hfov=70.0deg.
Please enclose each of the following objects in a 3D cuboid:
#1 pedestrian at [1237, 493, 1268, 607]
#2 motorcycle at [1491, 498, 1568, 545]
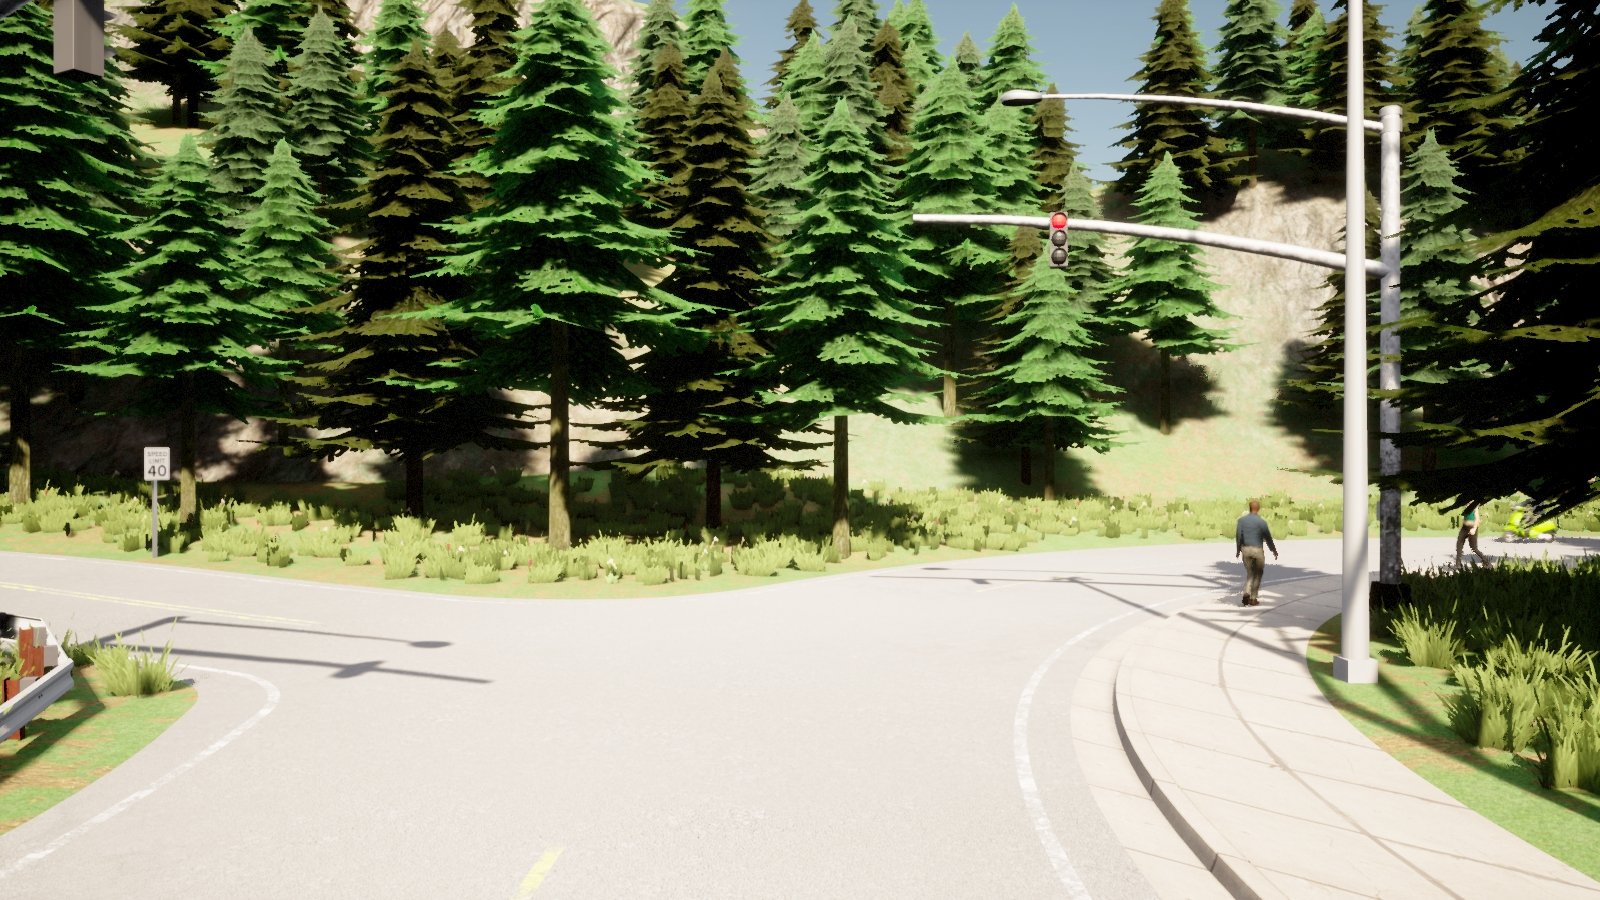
[{"bbox_3d":[7.595,1.668,19.175,0.375,1.860,0.375,0,0,41],"label":"pedestrian"},{"bbox_3d":[21.776,2.113,34.127,1.805,1.316,0.856,0,1,-9],"label":"motorcycle"}]
